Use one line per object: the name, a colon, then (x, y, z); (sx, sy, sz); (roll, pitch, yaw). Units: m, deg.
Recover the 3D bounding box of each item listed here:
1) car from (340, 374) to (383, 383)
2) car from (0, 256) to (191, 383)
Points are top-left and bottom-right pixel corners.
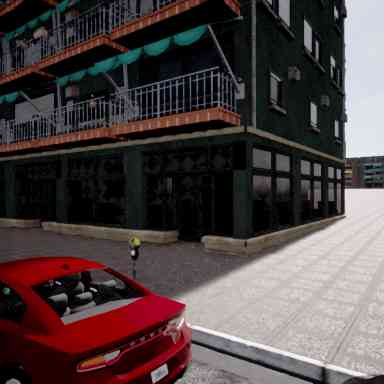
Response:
car: (2.470, 1.566, 1.108); (4.313, 1.339, 1.947); (0, 0, 36)
car: (-2.111, 1.545, 4.392); (4.507, 1.381, 1.887); (0, 0, 36)
